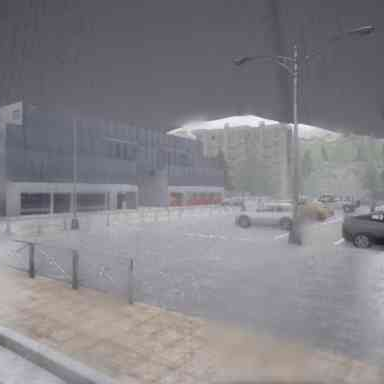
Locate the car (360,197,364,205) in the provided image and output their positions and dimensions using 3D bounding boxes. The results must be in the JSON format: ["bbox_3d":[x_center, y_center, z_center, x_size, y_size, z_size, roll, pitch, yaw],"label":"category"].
[{"bbox_3d":[16.745,1.287,38.210,4.605,1.855,1.932,0,0,35],"label":"car"}]

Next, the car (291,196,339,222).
[{"bbox_3d":[7.999,1.343,25.165,5.027,1.636,2.152,0,0,35],"label":"car"}]

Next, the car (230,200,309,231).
[{"bbox_3d":[4.551,1.421,19.743,3.806,1.475,1.970,0,0,35],"label":"car"}]

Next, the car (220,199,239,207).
[{"bbox_3d":[6.585,1.787,53.703,2.033,1.411,5.357,0,0,35],"label":"car"}]

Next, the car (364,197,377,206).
[{"bbox_3d":[27.608,1.563,53.289,3.633,1.501,1.845,0,0,35],"label":"car"}]

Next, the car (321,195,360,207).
[{"bbox_3d":[15.401,1.266,35.601,3.866,1.878,1.905,0,0,35],"label":"car"}]

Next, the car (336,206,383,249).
[{"bbox_3d":[8.182,1.487,12.678,4.514,1.523,2.007,0,0,35],"label":"car"}]
